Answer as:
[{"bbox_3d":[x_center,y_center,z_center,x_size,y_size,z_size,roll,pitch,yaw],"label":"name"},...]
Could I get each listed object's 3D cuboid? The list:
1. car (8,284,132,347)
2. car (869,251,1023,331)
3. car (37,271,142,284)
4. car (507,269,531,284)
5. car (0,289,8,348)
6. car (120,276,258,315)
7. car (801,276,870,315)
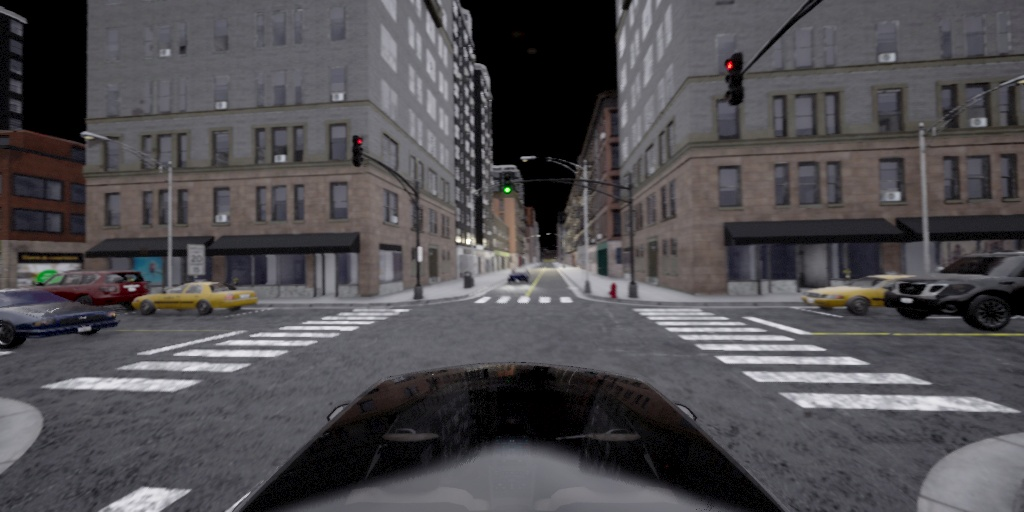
[{"bbox_3d":[-14.245,1.642,10.013,5.357,1.411,2.033,-1,-1,6],"label":"car"},{"bbox_3d":[14.021,0.871,9.965,5.566,2.045,2.150,-1,-1,6],"label":"car"},{"bbox_3d":[-19.098,1.598,16.039,5.009,1.841,2.192,0,0,6],"label":"car"},{"bbox_3d":[0.676,1.774,31.927,1.895,1.301,4.718,-1,-1,6],"label":"car"},{"bbox_3d":[-14.316,1.363,7.457,5.009,1.841,2.192,0,0,6],"label":"car"},{"bbox_3d":[-13.621,1.709,15.453,4.829,1.417,1.751,0,0,6],"label":"car"},{"bbox_3d":[13.105,1.236,12.596,4.829,1.417,1.751,0,0,6],"label":"car"}]
